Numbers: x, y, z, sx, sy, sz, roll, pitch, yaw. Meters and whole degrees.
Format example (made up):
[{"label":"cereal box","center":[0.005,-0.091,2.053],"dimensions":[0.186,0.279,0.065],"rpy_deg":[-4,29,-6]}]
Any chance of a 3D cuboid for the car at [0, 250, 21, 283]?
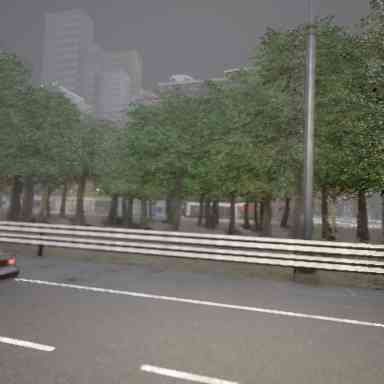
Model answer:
[{"label":"car","center":[-7.119,1.726,8.617],"dimensions":[5.357,1.411,2.033],"rpy_deg":[1,-3,18]}]
